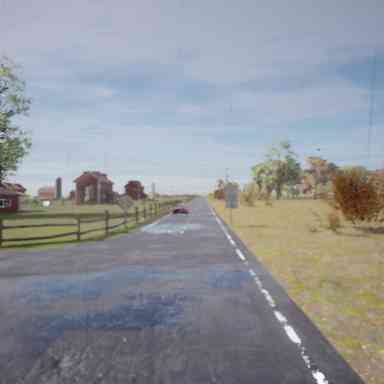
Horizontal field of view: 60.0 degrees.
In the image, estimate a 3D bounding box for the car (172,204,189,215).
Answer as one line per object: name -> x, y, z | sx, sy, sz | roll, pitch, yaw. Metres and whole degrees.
car -> -1.369, 2.122, 40.601 | 1.895, 1.301, 4.718 | 0, -1, 2
